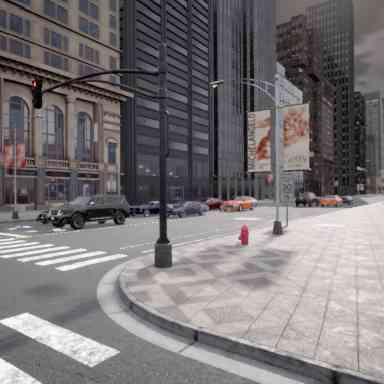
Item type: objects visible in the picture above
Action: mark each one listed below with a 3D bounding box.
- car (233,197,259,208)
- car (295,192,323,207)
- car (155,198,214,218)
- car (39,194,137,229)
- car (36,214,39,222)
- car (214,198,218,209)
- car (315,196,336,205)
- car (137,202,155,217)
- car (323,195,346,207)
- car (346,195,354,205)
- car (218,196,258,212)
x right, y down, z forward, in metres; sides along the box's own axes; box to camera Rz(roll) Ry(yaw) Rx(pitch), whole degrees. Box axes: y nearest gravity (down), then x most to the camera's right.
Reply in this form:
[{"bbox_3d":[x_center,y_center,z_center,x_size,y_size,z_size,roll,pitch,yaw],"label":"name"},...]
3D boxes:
[{"bbox_3d":[7.700,1.444,47.075,1.812,1.442,4.674,-1,0,36],"label":"car"},{"bbox_3d":[16.776,1.081,48.362,2.150,2.045,5.566,-1,0,36],"label":"car"},{"bbox_3d":[-0.558,1.484,29.938,2.033,1.411,5.357,-1,0,35],"label":"car"},{"bbox_3d":[-6.503,1.185,21.587,2.150,2.045,5.566,-1,0,35],"label":"car"},{"bbox_3d":[-8.859,1.549,23.876,1.994,1.385,4.181,-1,0,35],"label":"car"},{"bbox_3d":[1.929,1.417,39.028,1.882,1.535,5.008,-1,0,36],"label":"car"},{"bbox_3d":[22.869,1.396,56.918,2.033,1.411,5.357,-1,0,35],"label":"car"},{"bbox_3d":[-3.786,1.564,31.008,1.895,1.301,4.718,-1,0,35],"label":"car"},{"bbox_3d":[19.914,1.187,47.162,2.097,1.767,4.553,-1,0,36],"label":"car"},{"bbox_3d":[25.299,1.330,54.727,1.837,1.490,4.892,-1,0,35],"label":"car"},{"bbox_3d":[5.359,1.264,38.211,2.097,1.767,4.553,-1,0,36],"label":"car"}]
